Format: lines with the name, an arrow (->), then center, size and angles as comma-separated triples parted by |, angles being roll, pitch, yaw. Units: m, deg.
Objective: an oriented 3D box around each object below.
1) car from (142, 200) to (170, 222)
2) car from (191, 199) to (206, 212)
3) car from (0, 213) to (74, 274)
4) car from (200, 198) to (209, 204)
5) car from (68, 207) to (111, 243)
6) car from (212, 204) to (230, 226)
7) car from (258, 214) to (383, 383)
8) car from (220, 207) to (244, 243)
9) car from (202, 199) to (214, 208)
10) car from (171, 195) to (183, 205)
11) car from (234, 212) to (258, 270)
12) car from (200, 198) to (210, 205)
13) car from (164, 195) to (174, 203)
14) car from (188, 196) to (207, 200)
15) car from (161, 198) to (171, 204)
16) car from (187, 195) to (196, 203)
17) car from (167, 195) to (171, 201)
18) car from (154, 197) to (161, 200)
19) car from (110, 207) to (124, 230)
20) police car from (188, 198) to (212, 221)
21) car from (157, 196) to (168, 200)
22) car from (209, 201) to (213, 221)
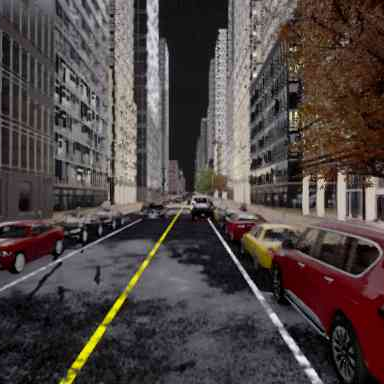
car -> -3.119, 1.712, 28.798 | 1.812, 1.442, 4.674 | 0, 0, 0
car -> 0.867, 1.756, 45.142 | 1.882, 1.535, 5.008 | 0, 0, 0
car -> -5.694, 1.619, 10.882 | 1.887, 1.381, 4.507 | 0, 0, 0
car -> 2.645, 1.996, 73.304 | 1.802, 1.307, 4.206 | 1, 0, 0
car -> -5.698, 1.662, 16.557 | 2.008, 1.369, 4.403 | 0, 0, 0
car -> 2.679, 1.699, 22.231 | 2.008, 1.369, 4.403 | 0, 0, 0
car -> 2.692, 1.352, 5.210 | 2.192, 1.841, 5.009 | 0, 0, 0
car -> 2.683, 1.657, 16.557 | 1.887, 1.381, 4.507 | 0, 0, 0
car -> 2.656, 1.901, 56.281 | 1.947, 1.339, 4.313 | 0, 0, 0
car -> -3.050, 1.875, 69.654 | 1.837, 1.490, 4.892 | 0, 0, 0
car -> 2.687, 1.602, 11.052 | 1.752, 1.417, 4.829 | 0, 0, 0
car -> 2.648, 1.971, 67.630 | 1.802, 1.307, 4.206 | 1, 0, 0
car -> -5.741, 1.775, 84.666 | 2.192, 1.841, 5.009 | 1, 0, 0
car -> 0.872, 1.471, 39.173 | 2.150, 2.045, 5.566 | 0, 0, 0
car -> -5.736, 1.995, 73.313 | 1.802, 1.307, 4.206 | 1, 0, 0
car -> -0.057, 1.668, 79.595 | 2.097, 1.767, 4.553 | 0, 0, 0
car -> -5.726, 1.677, 61.964 | 2.192, 1.841, 5.009 | 0, 0, 0
car -> -5.717, 1.821, 44.935 | 1.887, 1.381, 4.507 | 0, 0, 0
car -> -5.701, 1.698, 22.232 | 2.008, 1.369, 4.403 | 0, 0, 0
police car -> 0.878, 1.615, 29.252 | 1.930, 1.638, 5.238 | 0, 0, 0
car -> -5.723, 1.774, 56.288 | 1.967, 1.590, 4.097 | 0, 0, 0
car -> 2.675, 1.708, 28.077 | 1.752, 1.417, 4.829 | 0, 0, 0
